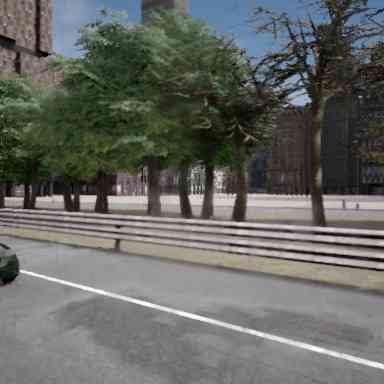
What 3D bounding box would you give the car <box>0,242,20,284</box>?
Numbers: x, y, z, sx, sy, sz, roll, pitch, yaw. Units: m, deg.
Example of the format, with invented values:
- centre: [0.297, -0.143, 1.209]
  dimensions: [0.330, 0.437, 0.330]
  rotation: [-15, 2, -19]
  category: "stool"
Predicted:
- centre: [-6.202, 1.559, 8.359]
  dimensions: [4.181, 1.385, 1.994]
  rotation: [0, 0, 35]
  category: "car"
